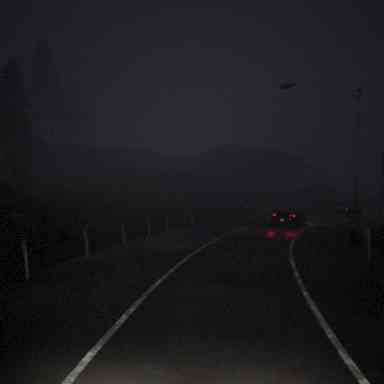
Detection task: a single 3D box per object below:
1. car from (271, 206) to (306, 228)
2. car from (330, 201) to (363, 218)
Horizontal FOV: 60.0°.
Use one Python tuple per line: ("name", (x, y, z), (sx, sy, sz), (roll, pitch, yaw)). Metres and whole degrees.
("car", (7.207, 1.762, 24.704), (1.812, 1.442, 4.674), (2, 0, 27))
("car", (17.582, 1.842, 37.658), (4.553, 1.767, 2.097), (0, 3, -43))
